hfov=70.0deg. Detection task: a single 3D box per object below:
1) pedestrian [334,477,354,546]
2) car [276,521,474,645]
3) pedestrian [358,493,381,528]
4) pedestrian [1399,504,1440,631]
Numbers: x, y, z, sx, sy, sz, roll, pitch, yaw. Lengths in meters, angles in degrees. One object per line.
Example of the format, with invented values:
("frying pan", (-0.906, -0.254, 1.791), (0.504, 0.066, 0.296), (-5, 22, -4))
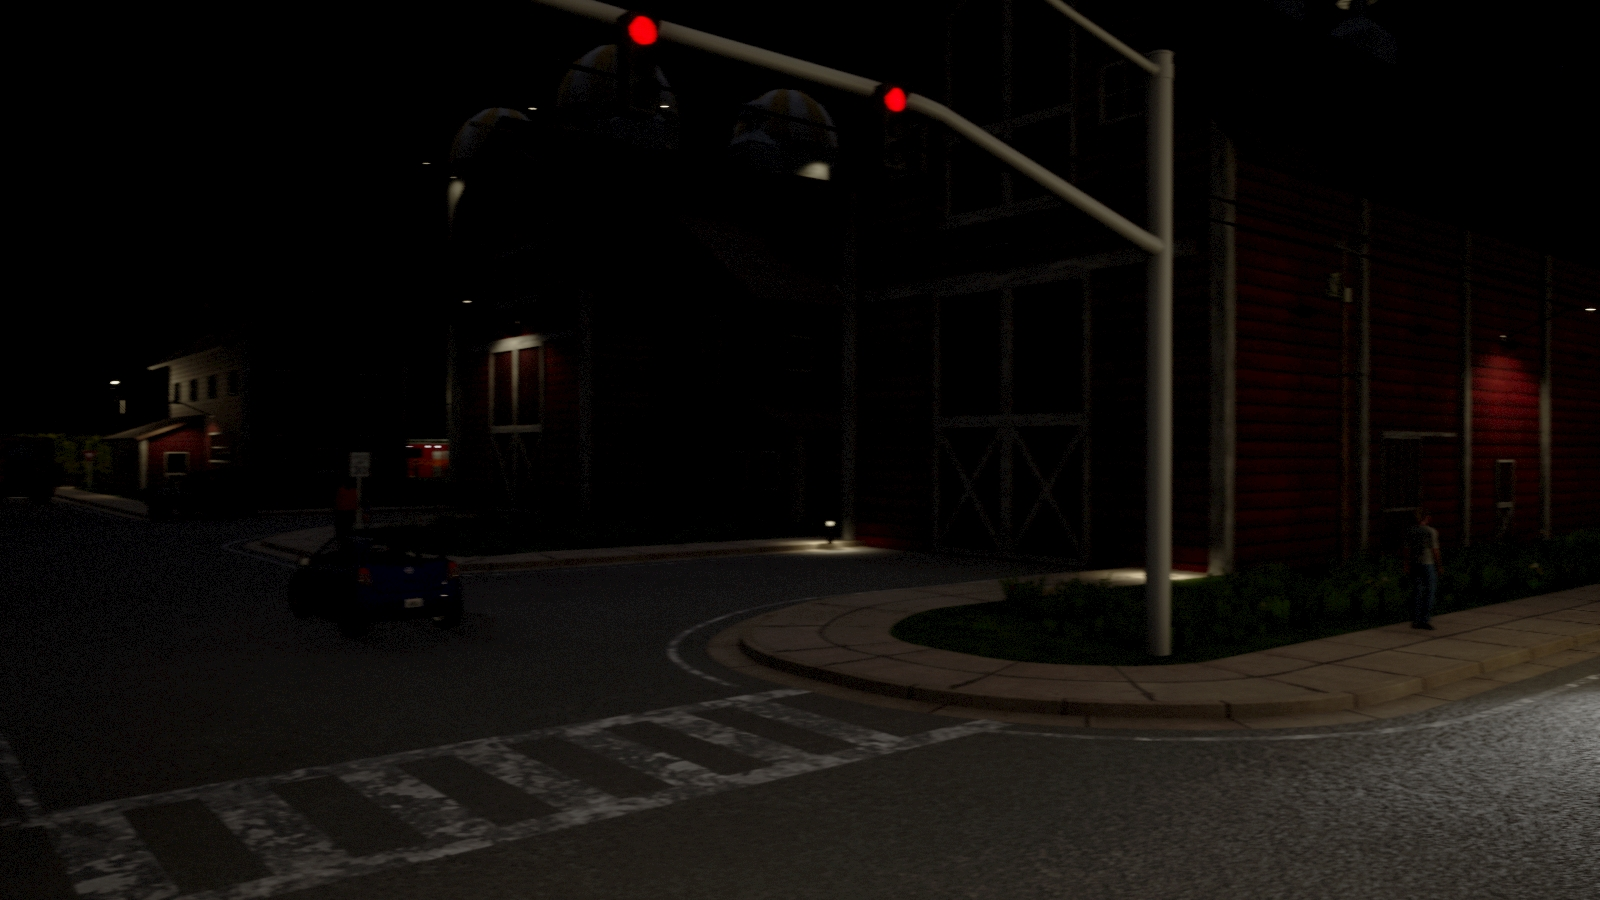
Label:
("pedestrian", (-12.506, 1.674, 31.329), (0.375, 1.860, 0.375), (0, 0, -42))
("car", (-6.822, 2.001, 18.146), (1.845, 1.501, 3.633), (0, 0, -40))
("pedestrian", (-13.797, 1.928, 36.623), (0.500, 1.100, 0.500), (0, 0, 29))
("pedestrian", (9.318, 1.760, 17.192), (0.375, 1.860, 0.375), (0, 0, -22))
